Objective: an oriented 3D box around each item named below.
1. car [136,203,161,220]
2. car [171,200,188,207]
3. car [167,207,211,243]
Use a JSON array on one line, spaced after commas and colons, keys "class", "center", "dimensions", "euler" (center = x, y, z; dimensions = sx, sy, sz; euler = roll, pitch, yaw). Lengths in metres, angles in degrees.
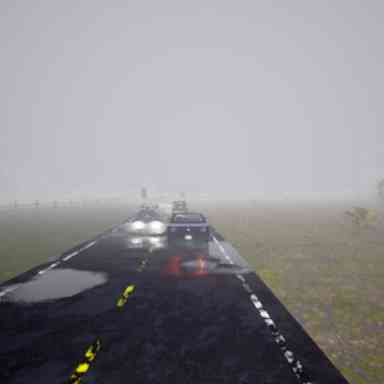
[{"class": "car", "center": [-3.679, 1.632, 28.796], "dimensions": [1.895, 1.301, 4.718], "euler": [0, 0, -3]}, {"class": "car", "center": [-1.351, 1.601, 36.730], "dimensions": [2.033, 1.411, 5.357], "euler": [0, 0, -4]}, {"class": "car", "center": [-0.218, 1.616, 16.210], "dimensions": [1.895, 1.301, 4.718], "euler": [0, 0, -2]}]
